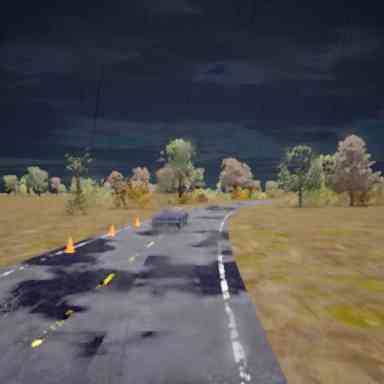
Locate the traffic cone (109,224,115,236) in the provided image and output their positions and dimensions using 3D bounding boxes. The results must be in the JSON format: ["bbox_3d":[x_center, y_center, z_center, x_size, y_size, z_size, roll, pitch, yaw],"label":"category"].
[{"bbox_3d":[-4.265,2.018,17.790,0.340,0.580,0.340,0,0,5],"label":"traffic cone"}]

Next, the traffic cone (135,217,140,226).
[{"bbox_3d":[-3.742,2.038,22.829,0.340,0.580,0.340,0,0,7],"label":"traffic cone"}]

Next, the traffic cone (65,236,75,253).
[{"bbox_3d":[-4.663,1.998,12.740,0.340,0.580,0.340,0,0,4],"label":"traffic cone"}]

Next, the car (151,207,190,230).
[{"bbox_3d":[-1.356,1.687,22.217,1.895,1.301,4.718,0,0,7],"label":"car"}]
